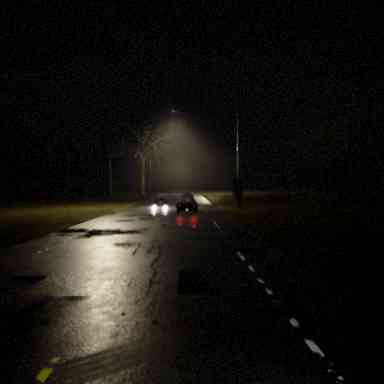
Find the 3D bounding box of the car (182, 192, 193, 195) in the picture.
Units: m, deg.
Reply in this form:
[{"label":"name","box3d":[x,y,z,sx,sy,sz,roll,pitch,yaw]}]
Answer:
[{"label":"car","box3d":[-0.639,0.782,46.548,1.837,1.490,4.892,0,2,0]}]

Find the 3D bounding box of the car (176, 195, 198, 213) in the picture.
[{"label":"car","box3d":[-0.441,1.189,30.510,1.895,1.301,4.718,0,1,-1]}]

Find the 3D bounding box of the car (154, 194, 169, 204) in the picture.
[{"label":"car","box3d":[-4.194,0.960,45.934,1.895,1.301,4.718,0,1,-1]}]
